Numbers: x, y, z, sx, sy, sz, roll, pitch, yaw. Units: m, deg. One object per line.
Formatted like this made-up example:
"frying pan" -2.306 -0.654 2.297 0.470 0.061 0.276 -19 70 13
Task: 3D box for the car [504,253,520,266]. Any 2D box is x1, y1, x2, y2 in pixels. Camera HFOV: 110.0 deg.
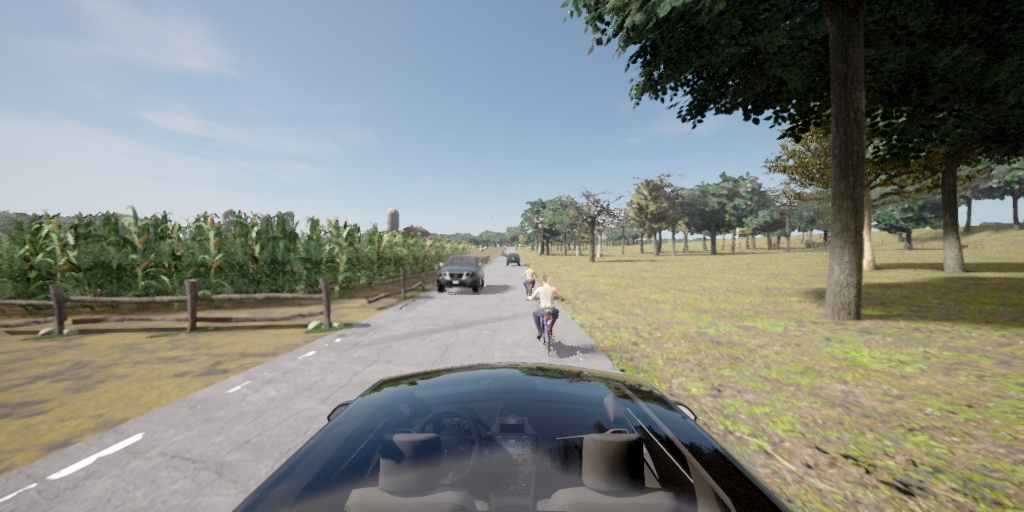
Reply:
"car" 0.198 0.484 58.760 2.150 2.045 5.566 0 1 0

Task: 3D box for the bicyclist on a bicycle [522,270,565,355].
"bicyclist on a bicycle" 0.734 1.186 7.731 0.866 1.612 1.509 0 0 0

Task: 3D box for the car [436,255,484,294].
"car" -2.818 0.962 20.754 2.150 2.045 5.566 0 0 0

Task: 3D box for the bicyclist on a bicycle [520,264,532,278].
"bicyclist on a bicycle" 0.811 1.185 16.464 0.866 1.612 1.509 0 0 0
